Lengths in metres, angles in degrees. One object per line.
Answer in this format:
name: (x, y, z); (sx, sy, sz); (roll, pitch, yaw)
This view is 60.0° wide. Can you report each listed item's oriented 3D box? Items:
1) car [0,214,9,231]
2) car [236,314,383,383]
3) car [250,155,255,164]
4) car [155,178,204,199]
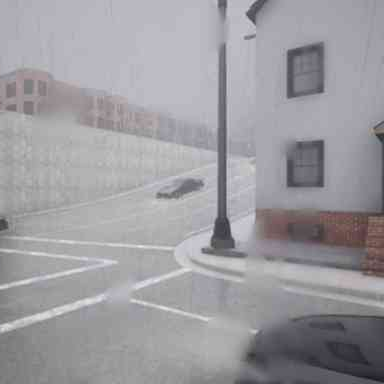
car: (-11.273, 1.509, 15.720); (1.812, 1.442, 4.674); (1, 0, 43)
car: (2.537, 1.527, 2.159); (4.674, 1.442, 1.812); (0, 0, 36)
car: (9.243, -4.636, 44.003); (1.812, 1.442, 4.674); (1, 13, 35)
car: (-0.970, -0.431, 29.639); (2.033, 1.411, 5.357); (0, 12, 35)
